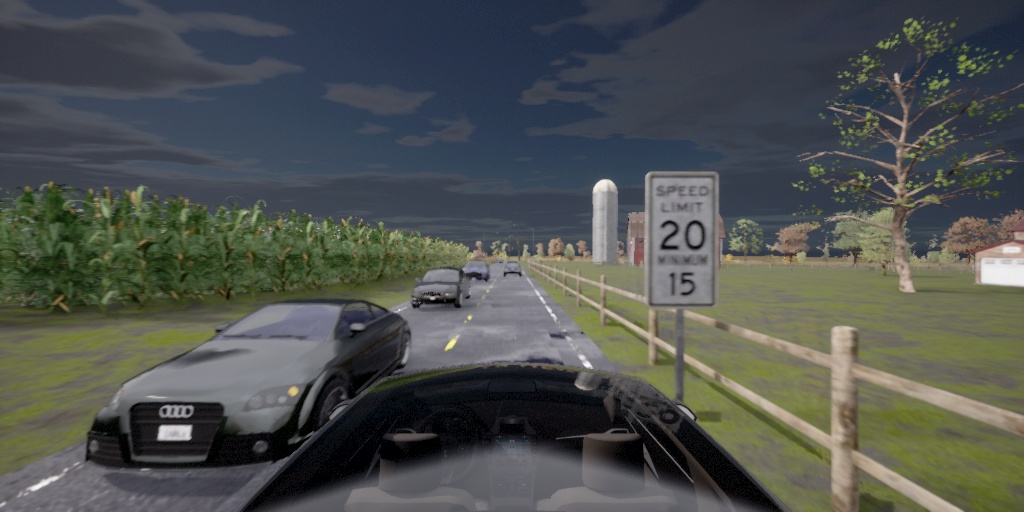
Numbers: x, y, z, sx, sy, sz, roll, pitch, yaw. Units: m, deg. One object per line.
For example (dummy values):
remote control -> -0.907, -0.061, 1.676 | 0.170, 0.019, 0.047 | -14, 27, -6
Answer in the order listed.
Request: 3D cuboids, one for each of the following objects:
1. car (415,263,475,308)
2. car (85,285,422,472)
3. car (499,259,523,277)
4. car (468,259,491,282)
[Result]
car -> -2.844, 1.248, 15.219 | 1.837, 1.490, 4.892 | 0, 0, 0
car -> -2.847, 1.312, 5.029 | 1.994, 1.385, 4.181 | 0, 0, 0
car -> 0.069, 1.295, 35.782 | 2.033, 1.411, 5.357 | 0, 0, 0
car -> -2.820, 1.098, 28.736 | 2.097, 1.767, 4.553 | 0, 0, 0
